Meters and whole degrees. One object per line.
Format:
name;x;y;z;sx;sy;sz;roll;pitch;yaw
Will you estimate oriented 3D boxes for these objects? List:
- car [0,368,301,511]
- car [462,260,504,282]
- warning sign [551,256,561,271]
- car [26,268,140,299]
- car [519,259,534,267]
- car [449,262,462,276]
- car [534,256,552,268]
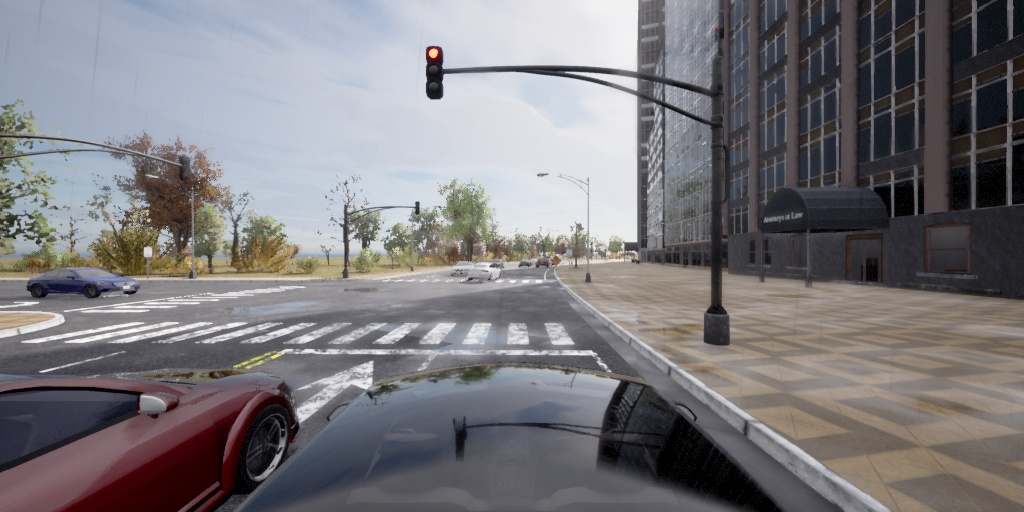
car;-3.108;1.314;1.880;1.994;1.385;4.181;0;0;0
car;-2.227;1.274;29.210;1.812;1.442;4.674;1;0;12
warning sign;5.412;0.868;44.026;1.300;1.860;1.060;0;0;7
car;-21.667;1.322;18.154;4.674;1.442;1.812;0;0;4
car;2.455;1.282;64.724;1.812;1.442;4.674;0;0;10
car;-4.867;1.273;36.367;1.812;1.442;4.674;0;0;6
car;5.510;1.111;63.289;2.097;1.767;4.553;0;0;9
